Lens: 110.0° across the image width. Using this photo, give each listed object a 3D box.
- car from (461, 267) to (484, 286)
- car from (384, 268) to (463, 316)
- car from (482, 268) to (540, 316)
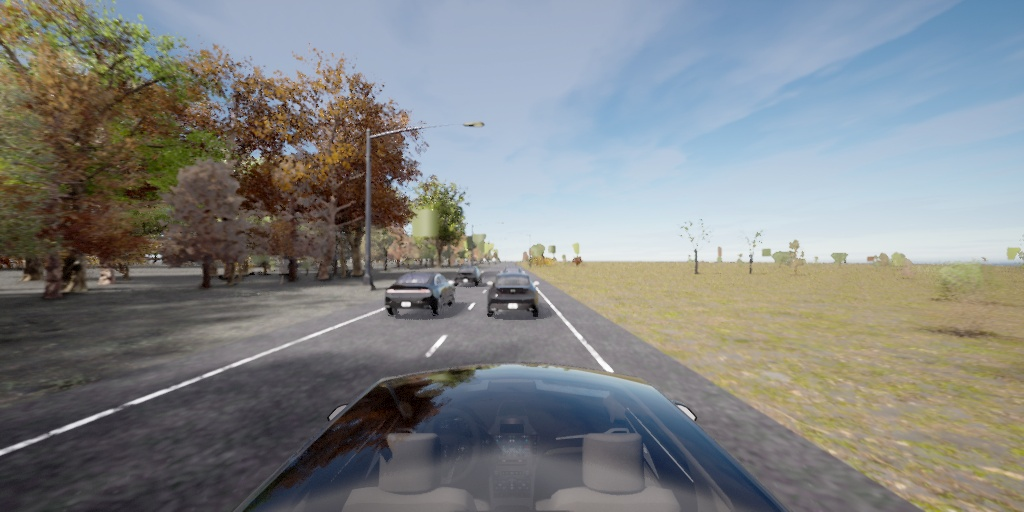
[{"bbox_3d":[-3.458,1.616,29.258,1.837,1.490,4.892,0,0,1],"label":"car"},{"bbox_3d":[-3.456,1.404,14.189,2.128,1.511,4.902,0,-1,0],"label":"car"},{"bbox_3d":[0.044,1.419,14.215,1.837,1.490,4.892,0,0,0],"label":"car"}]
